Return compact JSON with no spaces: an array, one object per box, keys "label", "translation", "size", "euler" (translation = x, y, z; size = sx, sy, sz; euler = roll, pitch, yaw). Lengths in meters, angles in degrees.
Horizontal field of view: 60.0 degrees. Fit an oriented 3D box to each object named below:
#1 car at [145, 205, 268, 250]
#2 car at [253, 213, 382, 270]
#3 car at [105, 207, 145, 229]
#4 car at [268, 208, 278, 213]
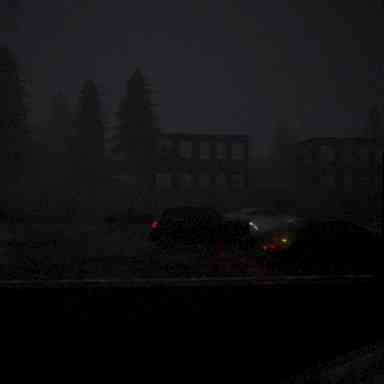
[{"label":"car","translation":[0.508,1.343,13.797],"size":[4.553,1.767,2.097],"euler":[1,0,-6]},{"label":"car","translation":[4.590,1.559,10.699],"size":[4.674,1.442,1.812],"euler":[0,0,-6]},{"label":"car","translation":[-2.843,1.555,20.490],"size":[4.718,1.301,1.895],"euler":[1,0,-6]},{"label":"car","translation":[3.815,1.546,17.657],"size":[4.674,1.442,1.812],"euler":[0,0,-6]}]
